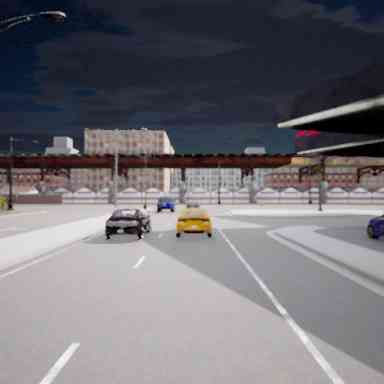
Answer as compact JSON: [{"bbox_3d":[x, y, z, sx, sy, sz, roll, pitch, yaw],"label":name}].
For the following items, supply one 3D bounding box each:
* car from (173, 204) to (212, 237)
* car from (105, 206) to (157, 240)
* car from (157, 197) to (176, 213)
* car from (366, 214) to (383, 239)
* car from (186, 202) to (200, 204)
[{"bbox_3d":[0.107,1.671,19.584,1.882,1.535,5.008,0,-1,0],"label":"car"},{"bbox_3d":[-3.393,1.672,18.226,2.128,1.511,4.902,0,-1,0],"label":"car"},{"bbox_3d":[-3.443,1.659,44.399,2.150,2.045,5.566,0,-1,0],"label":"car"},{"bbox_3d":[9.716,1.441,14.652,2.242,1.667,4.611,0,-1,0],"label":"car"},{"bbox_3d":[0.154,2.022,46.501,1.994,1.385,4.181,0,-1,2],"label":"car"}]
